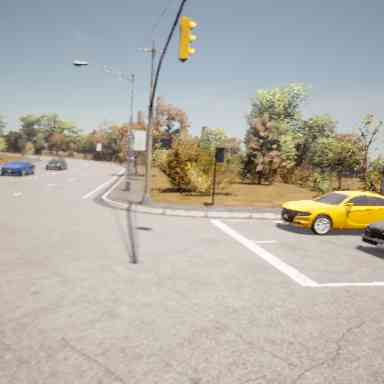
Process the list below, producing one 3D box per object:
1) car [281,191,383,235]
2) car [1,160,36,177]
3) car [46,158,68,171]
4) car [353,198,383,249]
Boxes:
[{"bbox_3d":[5.859,0.705,12.537,5.008,1.535,1.882,2,5,-12],"label":"car"},{"bbox_3d":[-16.869,-2.398,32.556,1.882,1.535,5.008,3,5,-9],"label":"car"},{"bbox_3d":[-18.979,-4.007,46.849,2.097,1.767,4.553,3,6,-8],"label":"car"},{"bbox_3d":[7.654,1.156,9.366,5.357,1.411,2.033,2,5,-12],"label":"car"}]
